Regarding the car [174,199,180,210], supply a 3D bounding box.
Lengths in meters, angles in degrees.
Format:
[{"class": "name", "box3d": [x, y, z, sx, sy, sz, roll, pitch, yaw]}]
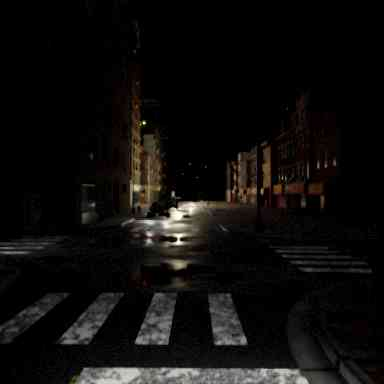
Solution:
[{"class": "car", "box3d": [-2.859, 1.690, 46.369, 1.812, 1.442, 4.674, 0, 0, 0]}]

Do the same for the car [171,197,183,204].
[{"class": "car", "box3d": [-2.778, 1.546, 62.300, 1.895, 1.301, 4.718, 0, 0, 0]}]

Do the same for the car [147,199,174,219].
[{"class": "car", "box3d": [-2.861, 1.576, 29.578, 1.812, 1.442, 4.674, 0, 0, 0]}]
